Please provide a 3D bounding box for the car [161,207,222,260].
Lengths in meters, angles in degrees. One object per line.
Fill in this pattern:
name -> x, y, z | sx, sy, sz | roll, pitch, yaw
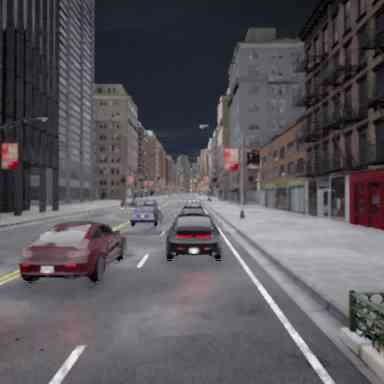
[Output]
car -> 0.075, 1.546, 12.535 | 1.837, 1.490, 4.892 | 0, 0, 0

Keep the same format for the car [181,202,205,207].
car -> 0.077, 1.576, 27.902 | 2.128, 1.511, 4.902 | 0, 0, 0

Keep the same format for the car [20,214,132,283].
car -> -3.197, 1.558, 9.696 | 1.812, 1.442, 4.674 | 0, 0, 1

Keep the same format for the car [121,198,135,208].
car -> -9.789, 1.664, 51.684 | 1.812, 1.442, 4.674 | 0, 0, 0

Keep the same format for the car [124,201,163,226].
car -> -3.192, 1.622, 24.120 | 2.033, 1.411, 5.357 | 0, 0, 1

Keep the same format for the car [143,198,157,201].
car -> -6.539, 1.632, 52.188 | 2.128, 1.511, 4.902 | 0, 0, 0
